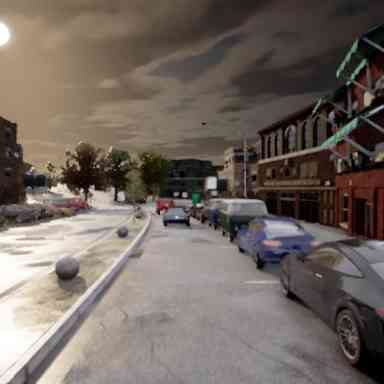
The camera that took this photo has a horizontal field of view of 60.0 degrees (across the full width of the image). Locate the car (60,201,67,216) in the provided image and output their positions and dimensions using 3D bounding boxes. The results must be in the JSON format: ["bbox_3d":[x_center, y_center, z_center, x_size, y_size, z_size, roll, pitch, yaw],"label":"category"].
[{"bbox_3d":[-16.118,1.973,35.004,4.674,1.452,2.002,0,-1,-8],"label":"car"}]

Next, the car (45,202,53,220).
[{"bbox_3d":[-15.416,1.872,29.591,4.792,1.488,2.163,0,-1,-7],"label":"car"}]

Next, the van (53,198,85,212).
[{"bbox_3d":[-18.818,1.928,51.044,4.442,1.987,1.878,0,-1,-11],"label":"van"}]

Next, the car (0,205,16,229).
[{"bbox_3d":[-14.462,1.722,21.326,4.792,1.488,2.163,0,-1,-5],"label":"car"}]

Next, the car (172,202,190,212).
[{"bbox_3d":[-1.699,2.180,49.409,1.895,1.301,4.718,0,-1,-10],"label":"car"}]

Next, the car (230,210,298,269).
[{"bbox_3d":[2.725,1.556,11.225,2.002,1.452,4.674,0,0,-2],"label":"car"}]

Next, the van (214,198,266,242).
[{"bbox_3d":[2.440,1.345,16.892,1.878,1.987,4.442,0,-1,-3],"label":"van"}]

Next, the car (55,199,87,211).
[{"bbox_3d":[-19.496,2.059,53.719,4.553,1.767,2.185,0,-1,-11],"label":"car"}]

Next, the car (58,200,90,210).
[{"bbox_3d":[-19.992,2.214,56.427,4.892,1.521,2.231,0,-1,-11],"label":"car"}]

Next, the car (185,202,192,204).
[{"bbox_3d":[0.876,1.825,33.302,2.097,1.535,5.008,0,-1,-7],"label":"car"}]

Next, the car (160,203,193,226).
[{"bbox_3d":[-1.270,1.795,25.691,1.994,1.385,4.181,0,-1,-5],"label":"car"}]

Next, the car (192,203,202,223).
[{"bbox_3d":[1.512,1.767,27.846,2.163,1.488,4.792,0,-1,-5],"label":"car"}]

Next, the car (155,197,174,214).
[{"bbox_3d":[-3.464,1.725,42.923,2.150,2.045,5.566,0,-1,-9],"label":"car"}]

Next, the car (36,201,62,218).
[{"bbox_3d":[-15.709,1.918,32.304,4.792,1.488,2.163,0,-1,-7],"label":"car"}]

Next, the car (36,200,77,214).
[{"bbox_3d":[-16.338,1.972,37.731,5.366,1.575,1.946,0,-1,-9],"label":"car"}]

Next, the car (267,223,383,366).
[{"bbox_3d":[2.922,1.525,5.686,2.002,1.452,4.674,0,0,-1],"label":"car"}]

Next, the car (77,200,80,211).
[{"bbox_3d":[-17.409,2.094,43.076,4.674,1.452,2.002,0,-1,-10],"label":"car"}]

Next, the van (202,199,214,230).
[{"bbox_3d":[2.021,1.421,22.414,1.878,1.987,4.442,0,-1,-4],"label":"van"}]

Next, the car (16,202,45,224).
[{"bbox_3d":[-15.059,1.796,26.883,4.892,1.521,2.231,0,-1,-6],"label":"car"}]

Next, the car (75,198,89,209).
[{"bbox_3d":[-18.424,1.873,48.324,5.566,2.045,2.435,0,-1,-11],"label":"car"}]

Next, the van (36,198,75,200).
[{"bbox_3d":[-17.071,1.791,40.385,4.442,1.987,1.878,0,-1,-9],"label":"van"}]

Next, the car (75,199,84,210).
[{"bbox_3d":[-17.849,2.119,45.654,4.792,1.488,2.163,0,-1,-10],"label":"car"}]
